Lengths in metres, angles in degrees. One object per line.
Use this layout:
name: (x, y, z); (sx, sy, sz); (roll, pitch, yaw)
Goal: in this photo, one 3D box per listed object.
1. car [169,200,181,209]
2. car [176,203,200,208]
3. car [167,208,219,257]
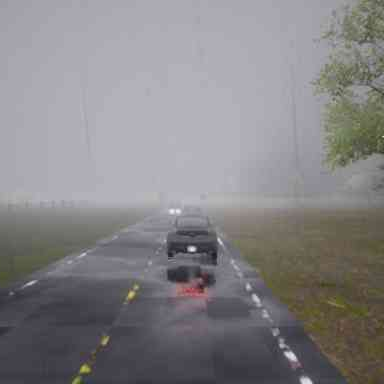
car: (-2.753, 2.077, 55.554); (2.128, 1.511, 4.902); (0, -1, 0)
car: (0.018, 1.845, 27.550); (2.033, 1.411, 5.357); (0, -1, 0)
car: (0.025, 1.655, 13.500); (1.837, 1.490, 4.892); (0, 0, 1)
